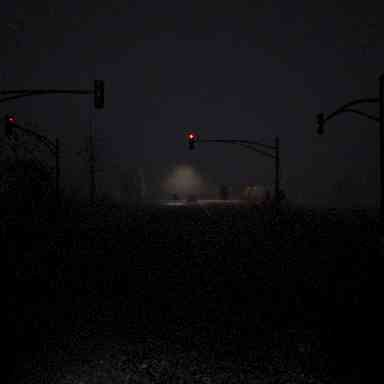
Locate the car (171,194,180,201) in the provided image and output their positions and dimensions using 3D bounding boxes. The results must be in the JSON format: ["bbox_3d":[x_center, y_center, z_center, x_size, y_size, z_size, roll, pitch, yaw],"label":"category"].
[{"bbox_3d":[-3.564,1.195,72.131,1.837,1.490,4.892,0,0,0],"label":"car"}]

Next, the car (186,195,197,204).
[{"bbox_3d":[-0.059,1.424,67.928,2.097,1.767,4.553,0,0,0],"label":"car"}]

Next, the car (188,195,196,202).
[{"bbox_3d":[-0.069,1.425,77.964,1.837,1.490,4.892,0,0,0],"label":"car"}]
